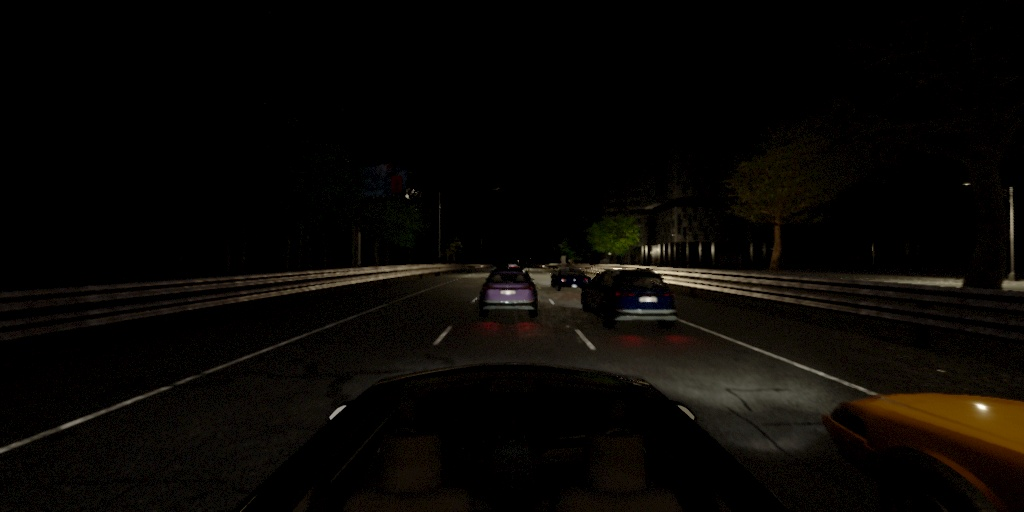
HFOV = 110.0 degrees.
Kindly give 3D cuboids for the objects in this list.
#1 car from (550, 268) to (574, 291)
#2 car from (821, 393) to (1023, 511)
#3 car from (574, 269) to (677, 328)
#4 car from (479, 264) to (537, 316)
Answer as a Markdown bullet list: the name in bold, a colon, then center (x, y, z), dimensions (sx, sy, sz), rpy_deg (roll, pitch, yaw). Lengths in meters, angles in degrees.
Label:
- **car**: center (3.521, 1.426, 22.507), dimensions (1.895, 1.301, 4.718), rpy_deg (0, 0, 0)
- **car**: center (3.500, 1.205, 0.671), dimensions (1.801, 1.575, 5.366), rpy_deg (0, 0, 0)
- **car**: center (3.506, 1.197, 11.478), dimensions (2.033, 1.649, 4.856), rpy_deg (0, 0, 0)
- **car**: center (-0.094, 1.202, 13.439), dimensions (2.033, 1.649, 4.856), rpy_deg (0, 0, 1)
